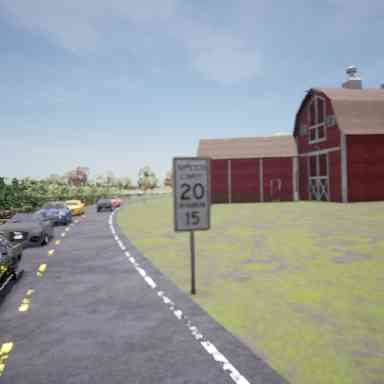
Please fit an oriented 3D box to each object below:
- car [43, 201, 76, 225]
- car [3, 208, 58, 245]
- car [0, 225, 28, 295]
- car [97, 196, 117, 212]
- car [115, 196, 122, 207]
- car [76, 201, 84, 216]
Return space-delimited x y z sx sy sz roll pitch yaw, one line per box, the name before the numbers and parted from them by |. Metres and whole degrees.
car | -10.438 1.546 25.367 2.097 1.767 4.553 -1 0 -14
car | -7.849 1.724 15.936 1.994 1.385 4.181 -1 0 -16
car | -5.049 1.714 7.311 1.895 1.301 4.718 -2 0 -19
car | -10.833 1.641 41.797 1.837 1.490 4.892 -1 0 -9
car | -12.227 1.471 51.827 2.097 1.767 4.553 -1 0 -6
car | -12.687 1.685 35.456 1.882 1.535 5.008 -1 0 -11
